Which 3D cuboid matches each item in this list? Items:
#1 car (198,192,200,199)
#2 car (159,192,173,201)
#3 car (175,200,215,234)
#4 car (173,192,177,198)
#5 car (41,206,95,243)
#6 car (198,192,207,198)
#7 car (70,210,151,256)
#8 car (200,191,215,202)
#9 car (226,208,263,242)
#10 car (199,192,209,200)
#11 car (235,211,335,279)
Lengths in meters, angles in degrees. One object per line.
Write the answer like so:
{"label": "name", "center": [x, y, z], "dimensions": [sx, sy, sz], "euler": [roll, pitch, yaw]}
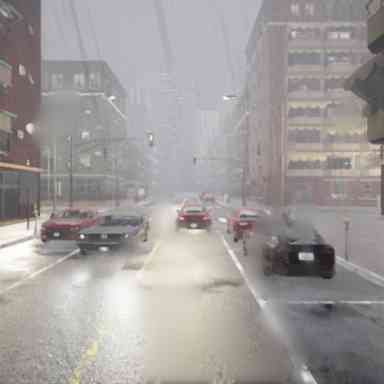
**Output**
{"label": "car", "center": [2.587, 0.707, 63.239], "dimensions": [2.192, 1.841, 5.009], "euler": [1, 1, 0]}
{"label": "car", "center": [-5.344, 0.930, 64.661], "dimensions": [2.008, 1.369, 4.403], "euler": [1, 1, 0]}
{"label": "car", "center": [0.092, 1.349, 17.651], "dimensions": [1.812, 1.442, 4.674], "euler": [0, 1, 0]}
{"label": "car", "center": [-5.335, 0.722, 87.418], "dimensions": [1.887, 1.381, 4.507], "euler": [1, 0, 0]}
{"label": "car", "center": [-5.279, 1.392, 15.211], "dimensions": [1.887, 1.381, 4.507], "euler": [1, 1, 0]}
{"label": "car", "center": [2.547, 0.793, 81.743], "dimensions": [1.947, 1.339, 4.313], "euler": [1, 0, 0]}
{"label": "car", "center": [-2.763, 1.473, 12.705], "dimensions": [1.895, 1.301, 4.718], "euler": [0, 1, 0]}
{"label": "car", "center": [2.686, 1.028, 53.296], "dimensions": [1.887, 1.381, 4.507], "euler": [1, 1, 0]}
{"label": "car", "center": [2.569, 1.392, 15.241], "dimensions": [1.887, 1.381, 4.507], "euler": [1, 1, 0]}
{"label": "car", "center": [2.552, 0.768, 70.363], "dimensions": [1.967, 1.590, 4.097], "euler": [1, 1, 0]}
{"label": "car", "center": [2.570, 1.469, 9.571], "dimensions": [1.947, 1.339, 4.313], "euler": [1, 1, 0]}
